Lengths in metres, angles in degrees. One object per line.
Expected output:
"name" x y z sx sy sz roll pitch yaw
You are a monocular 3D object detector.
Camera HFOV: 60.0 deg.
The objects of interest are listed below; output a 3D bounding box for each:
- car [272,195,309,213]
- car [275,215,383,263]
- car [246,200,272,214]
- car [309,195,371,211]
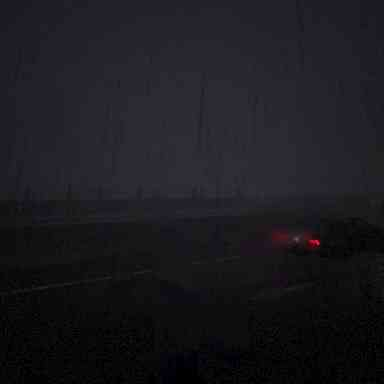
"car" 9.786 1.242 28.763 5.566 2.045 2.150 0 0 -37
"car" 5.314 1.556 12.002 5.357 1.411 2.033 0 0 -37
"car" 7.269 1.498 31.247 5.008 1.535 1.882 0 0 -37
"car" 11.878 1.241 25.957 5.566 2.045 2.150 0 0 -37
